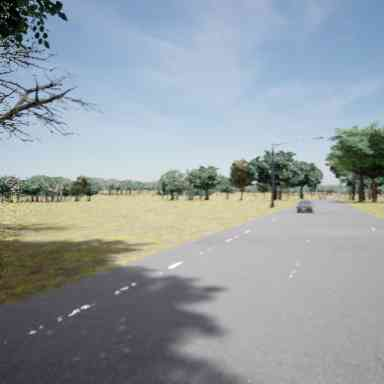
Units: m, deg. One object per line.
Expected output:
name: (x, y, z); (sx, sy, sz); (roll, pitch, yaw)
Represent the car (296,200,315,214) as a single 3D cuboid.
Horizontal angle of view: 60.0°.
car: (13.423, 1.717, 39.401); (1.837, 1.490, 4.892); (0, -1, 23)
